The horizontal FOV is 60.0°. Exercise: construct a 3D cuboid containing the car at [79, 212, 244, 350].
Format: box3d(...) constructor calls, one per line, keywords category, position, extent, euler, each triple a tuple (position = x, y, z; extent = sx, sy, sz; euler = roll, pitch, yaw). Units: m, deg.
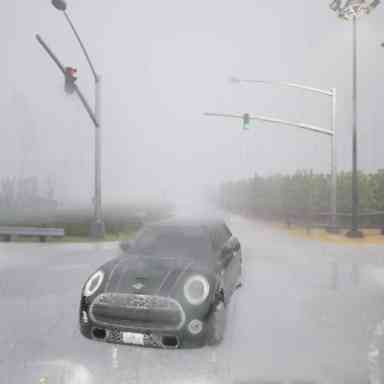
box3d(category="car", position=(-0.222, 1.352, 6.596), extent=(2.097, 1.767, 4.553), euler=(-1, 0, 15))
